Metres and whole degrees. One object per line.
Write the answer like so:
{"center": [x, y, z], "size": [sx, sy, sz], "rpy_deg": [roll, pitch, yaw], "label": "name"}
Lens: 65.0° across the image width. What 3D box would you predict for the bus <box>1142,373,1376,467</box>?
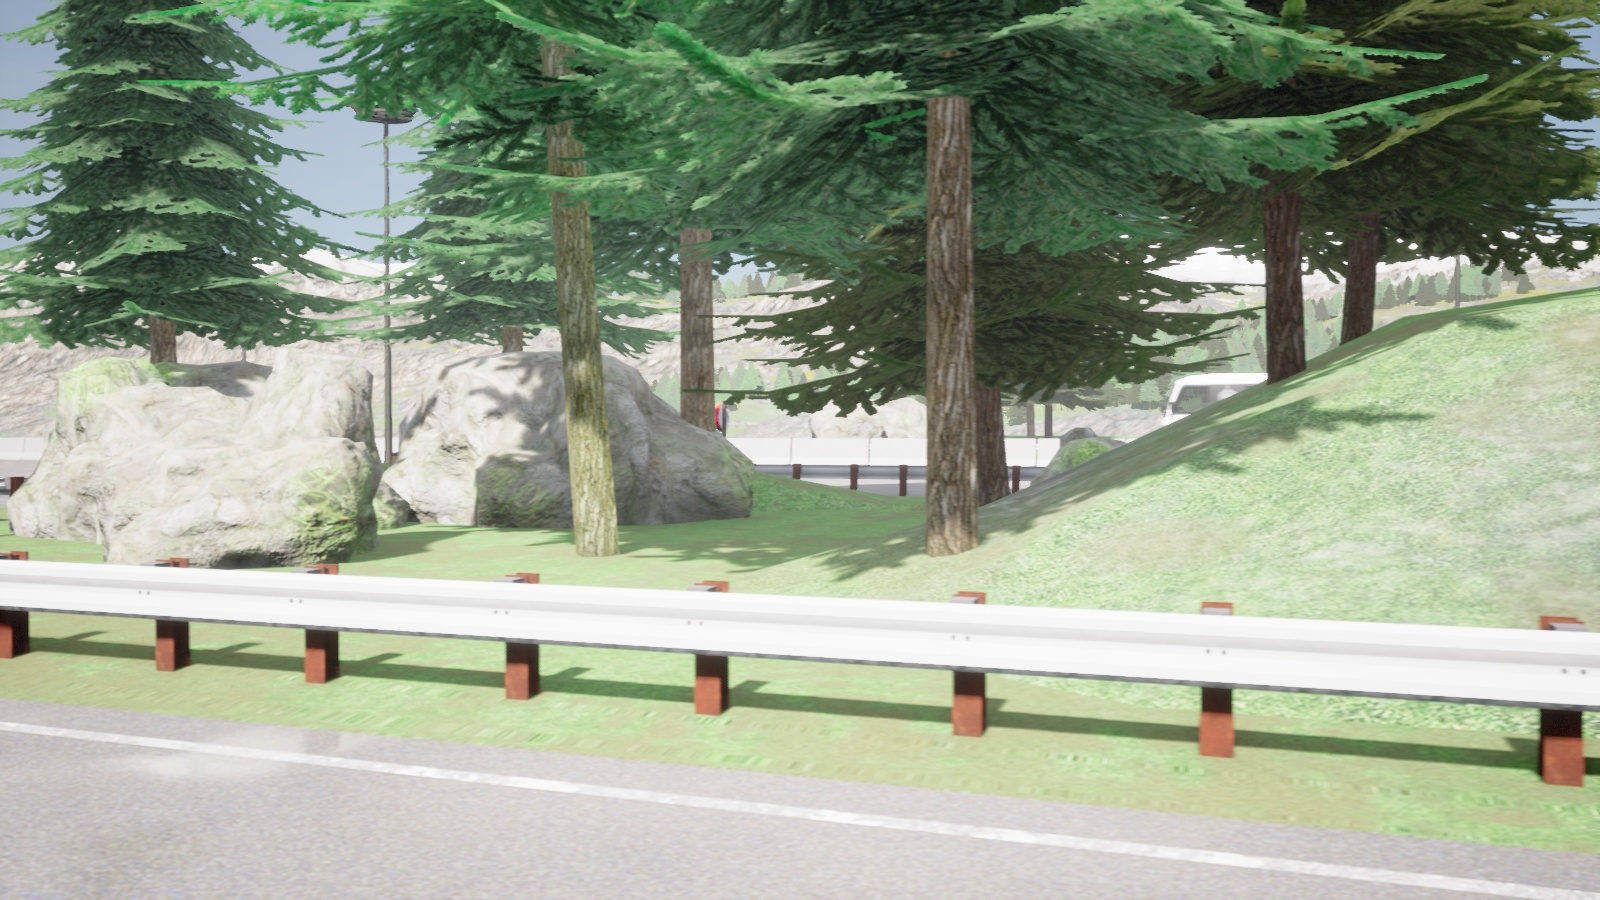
{"center": [22.075, -1.440, 60.874], "size": [10.273, 4.253, 3.944], "rpy_deg": [1, 1, 20], "label": "bus"}
